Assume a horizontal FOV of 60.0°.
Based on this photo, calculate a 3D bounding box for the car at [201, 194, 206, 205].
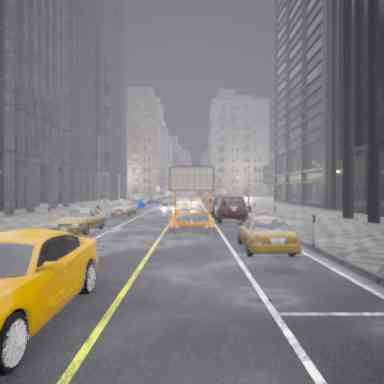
[{"bbox_3d":[2.658,1.246,46.073,2.008,1.369,4.403,0,0,0],"label":"car"}]

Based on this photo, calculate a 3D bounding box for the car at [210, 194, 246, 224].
[{"bbox_3d":[2.662,1.167,23.512,2.192,1.841,5.009,0,0,0],"label":"car"}]

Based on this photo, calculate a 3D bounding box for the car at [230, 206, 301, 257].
[{"bbox_3d":[2.665,1.445,12.446,1.752,1.417,4.829,0,0,1],"label":"car"}]

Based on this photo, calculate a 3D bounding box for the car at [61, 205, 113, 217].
[{"bbox_3d":[-5.870,1.413,17.690,1.752,1.417,4.829,0,0,1],"label":"car"}]

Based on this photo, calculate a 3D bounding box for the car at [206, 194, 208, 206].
[{"bbox_3d":[2.660,1.131,29.152,2.192,1.841,5.009,0,0,0],"label":"car"}]

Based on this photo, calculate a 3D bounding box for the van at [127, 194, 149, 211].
[{"bbox_3d":[-5.866,1.120,34.813,1.690,1.788,3.998,0,0,0],"label":"van"}]

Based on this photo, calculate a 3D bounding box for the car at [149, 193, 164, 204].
[{"bbox_3d":[-5.869,1.233,51.733,1.802,1.307,4.206,0,0,0],"label":"car"}]

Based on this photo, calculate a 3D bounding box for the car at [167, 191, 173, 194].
[{"bbox_3d":[-5.873,1.032,74.293,1.947,1.339,4.313,0,0,0],"label":"car"}]

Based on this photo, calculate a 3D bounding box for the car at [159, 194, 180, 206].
[{"bbox_3d":[-3.096,1.294,46.412,1.895,1.301,4.718,0,0,0],"label":"car"}]

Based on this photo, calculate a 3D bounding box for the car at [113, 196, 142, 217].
[{"bbox_3d":[-5.866,1.343,29.002,1.752,1.417,4.829,0,0,0],"label":"car"}]

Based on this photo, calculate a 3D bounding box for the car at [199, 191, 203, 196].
[{"bbox_3d":[2.656,1.045,57.350,1.967,1.590,4.097,0,0,0],"label":"car"}]

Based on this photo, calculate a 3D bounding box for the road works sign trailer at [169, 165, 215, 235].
[{"bbox_3d":[-0.003,0.350,17.972,2.380,3.560,2.880,0,0,0],"label":"road works sign trailer"}]

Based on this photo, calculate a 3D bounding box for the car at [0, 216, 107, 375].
[{"bbox_3d":[-3.101,1.438,5.727,1.882,1.535,5.008,0,0,0],"label":"car"}]

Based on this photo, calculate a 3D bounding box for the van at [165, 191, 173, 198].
[{"bbox_3d":[-5.876,0.713,85.572,1.690,1.788,3.998,0,0,0],"label":"van"}]

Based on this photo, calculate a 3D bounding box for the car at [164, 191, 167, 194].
[{"bbox_3d":[-5.870,1.046,57.373,1.967,1.590,4.097,0,0,0],"label":"car"}]
